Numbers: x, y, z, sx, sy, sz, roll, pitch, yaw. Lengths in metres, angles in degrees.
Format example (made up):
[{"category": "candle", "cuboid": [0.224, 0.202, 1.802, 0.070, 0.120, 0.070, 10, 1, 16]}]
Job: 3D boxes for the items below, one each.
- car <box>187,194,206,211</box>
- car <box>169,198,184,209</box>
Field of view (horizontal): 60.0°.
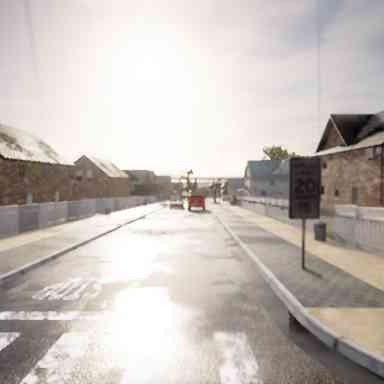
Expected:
[{"category": "car", "cuboid": [0.598, 1.256, 42.056, 2.150, 2.045, 5.566, 0, 0, 2]}, {"category": "car", "cuboid": [-2.033, 1.592, 46.285, 2.033, 1.411, 5.357, 0, 0, 2]}]
